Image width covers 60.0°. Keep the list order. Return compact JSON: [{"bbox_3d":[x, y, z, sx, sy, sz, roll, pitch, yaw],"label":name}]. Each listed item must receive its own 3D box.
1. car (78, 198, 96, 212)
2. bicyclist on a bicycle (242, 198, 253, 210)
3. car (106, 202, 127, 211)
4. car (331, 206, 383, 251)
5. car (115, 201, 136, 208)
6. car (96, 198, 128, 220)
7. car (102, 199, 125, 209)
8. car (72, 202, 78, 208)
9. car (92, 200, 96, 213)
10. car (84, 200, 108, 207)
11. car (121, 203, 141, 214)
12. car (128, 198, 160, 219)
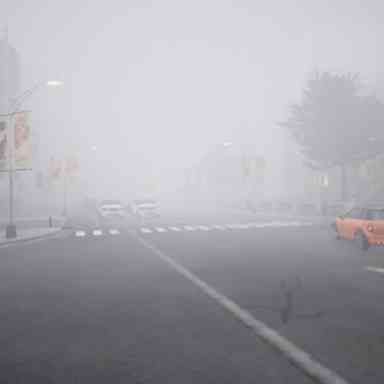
[{"bbox_3d":[-15.912,1.977,52.754,2.150,2.045,5.566,0,-1,-33],"label":"car"},{"bbox_3d":[7.345,1.626,43.893,1.656,1.620,0.582,-1,0,-19],"label":"bicyclist on a bicycle"},{"bbox_3d":[-12.238,2.308,53.415,1.895,1.301,4.718,-1,-1,-31],"label":"car"},{"bbox_3d":[7.626,1.385,14.311,2.097,1.767,4.553,-1,-1,6],"label":"car"},{"bbox_3d":[-13.268,2.413,66.426,4.181,1.385,1.994,-1,-1,43],"label":"car"},{"bbox_3d":[-8.309,1.683,34.051,2.150,2.045,5.566,-1,-1,-19],"label":"car"},{"bbox_3d":[-15.009,2.196,63.237,4.553,1.767,2.097,-1,-1,43],"label":"car"},{"bbox_3d":[-22.789,2.469,69.451,4.892,1.490,1.837,-1,-1,28],"label":"car"},{"bbox_3d":[-11.507,2.103,43.267,1.837,1.490,4.892,-1,-1,-20],"label":"car"},{"bbox_3d":[-20.899,2.438,72.397,5.008,1.535,1.882,-1,-1,28],"label":"car"},{"bbox_3d":[-8.179,2.161,44.397,1.895,1.301,4.718,-1,-1,-20],"label":"car"},{"bbox_3d":[-4.993,1.644,35.169,2.150,2.045,5.566,-1,-1,-19],"label":"car"}]
